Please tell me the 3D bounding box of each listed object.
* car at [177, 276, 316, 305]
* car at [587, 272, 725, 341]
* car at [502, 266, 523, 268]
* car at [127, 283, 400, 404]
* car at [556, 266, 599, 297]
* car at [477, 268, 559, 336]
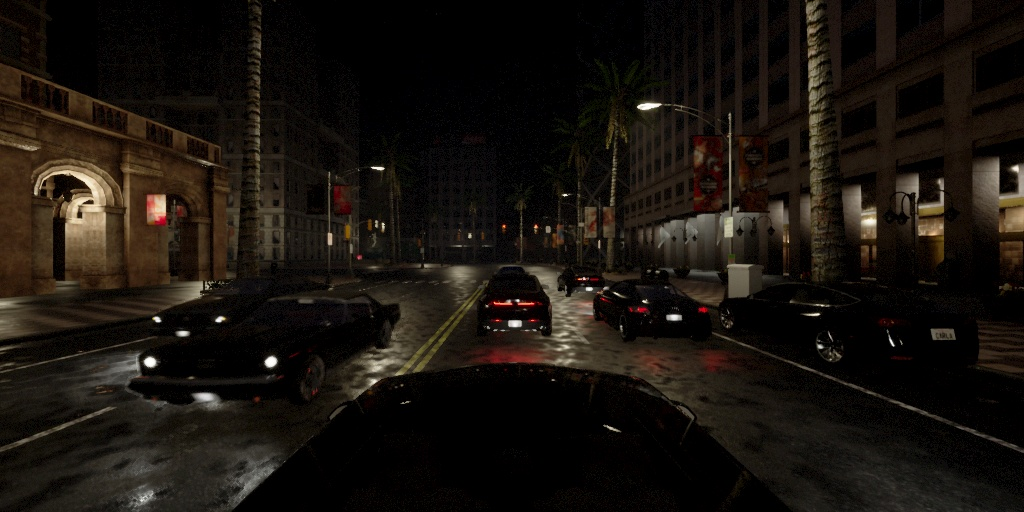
[{"bbox_3d":[-7.129,1.298,10.424,2.033,1.411,5.357,0,0,0],"label":"car"},{"bbox_3d":[3.553,1.314,9.840,1.994,1.385,4.181,0,0,0],"label":"car"},{"bbox_3d":[0.003,1.276,19.334,1.812,1.442,4.674,0,0,-2],"label":"car"},{"bbox_3d":[-3.616,1.351,6.430,1.895,1.301,4.718,0,0,0],"label":"car"},{"bbox_3d":[3.506,1.255,18.750,1.837,1.490,4.892,0,0,0],"label":"car"},{"bbox_3d":[0.047,1.254,10.387,1.837,1.490,4.892,0,0,-1],"label":"car"}]
